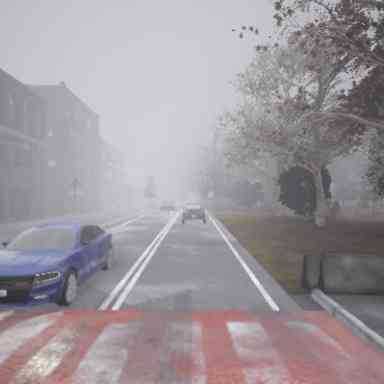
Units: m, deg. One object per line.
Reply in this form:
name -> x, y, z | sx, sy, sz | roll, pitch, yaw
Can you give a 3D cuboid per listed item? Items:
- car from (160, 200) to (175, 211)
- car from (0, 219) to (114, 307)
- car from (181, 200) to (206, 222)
car -> -3.236, 1.771, 44.893 | 2.033, 1.411, 5.357 | 0, -1, 0
car -> -3.335, 1.505, 8.297 | 1.882, 1.535, 5.008 | 0, 0, 0
car -> 0.137, 1.600, 26.584 | 1.812, 1.442, 4.674 | 0, 0, 0
